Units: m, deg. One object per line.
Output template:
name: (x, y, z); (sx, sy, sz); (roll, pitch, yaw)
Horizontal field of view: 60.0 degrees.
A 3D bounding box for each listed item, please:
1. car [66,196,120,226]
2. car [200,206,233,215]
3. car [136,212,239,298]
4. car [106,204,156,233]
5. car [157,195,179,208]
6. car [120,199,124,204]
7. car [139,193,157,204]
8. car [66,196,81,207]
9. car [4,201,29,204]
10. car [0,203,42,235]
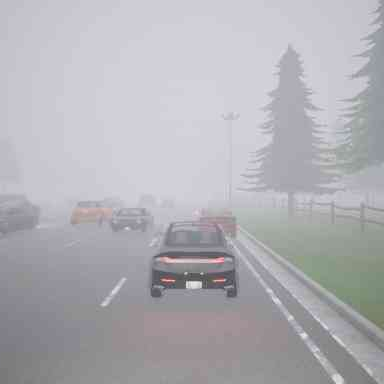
car: (-6.899, 1.352, 23.678); (2.097, 1.767, 4.553); (0, 0, 0)
car: (1.225, 1.478, 17.871); (1.882, 1.535, 5.008); (0, 0, 0)
car: (0.052, 1.492, 8.529); (2.128, 1.511, 4.902); (0, 0, 0)
car: (-3.400, 1.601, 19.717); (1.895, 1.301, 4.718); (0, 0, 0)
car: (-3.398, 1.547, 47.515); (2.033, 1.411, 5.357); (0, 0, 0)
car: (-10.400, 1.352, 44.042); (2.097, 1.767, 4.553); (0, 0, 0)
car: (-6.900, 1.223, 51.647); (2.150, 2.045, 5.566); (0, 0, 0)
car: (-18.778, 1.491, 52.700); (2.128, 1.511, 4.902); (0, 0, -21)
car: (-13.945, 1.477, 26.917); (1.882, 1.535, 5.008); (0, 0, -1)
car: (-10.398, 1.564, 18.683); (1.994, 1.385, 4.181); (0, 0, 0)
